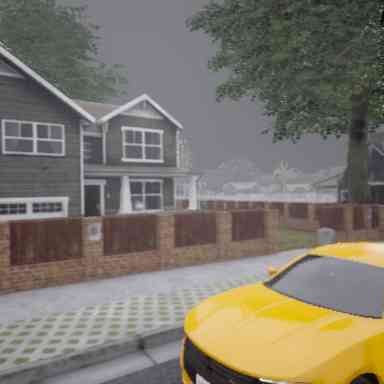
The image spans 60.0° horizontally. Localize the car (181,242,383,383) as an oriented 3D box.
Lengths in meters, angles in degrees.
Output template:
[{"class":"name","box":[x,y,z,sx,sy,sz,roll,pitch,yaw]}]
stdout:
[{"class":"car","box":[2.217,1.455,4.304,5.008,1.535,1.882,0,0,-32]}]
